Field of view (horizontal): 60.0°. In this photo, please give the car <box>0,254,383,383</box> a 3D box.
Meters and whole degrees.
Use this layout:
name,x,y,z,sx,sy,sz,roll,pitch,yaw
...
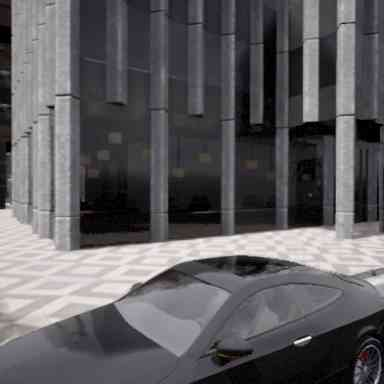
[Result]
name,x,y,z,sx,sy,sz,roll,pitch,yaw
car,0.294,1.496,3.559,4.674,1.442,1.812,0,1,-33
